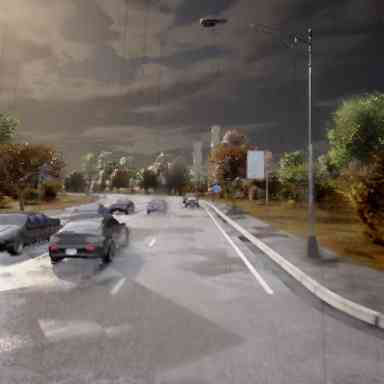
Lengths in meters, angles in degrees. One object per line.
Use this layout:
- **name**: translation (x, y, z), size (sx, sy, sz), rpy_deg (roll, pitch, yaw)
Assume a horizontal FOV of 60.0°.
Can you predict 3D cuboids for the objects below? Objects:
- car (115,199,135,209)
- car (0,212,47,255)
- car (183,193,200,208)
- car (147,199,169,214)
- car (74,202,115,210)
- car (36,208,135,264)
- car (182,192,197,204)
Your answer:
- **car**: translation (-7.002, 1.444, 33.824), size (2.033, 1.411, 5.357), rpy_deg (0, 1, 0)
- **car**: translation (-7.088, 1.537, 13.550), size (2.033, 1.411, 5.357), rpy_deg (0, 0, 0)
- **car**: translation (-0.018, 1.280, 43.844), size (1.812, 1.442, 4.674), rpy_deg (0, 1, 0)
- **car**: translation (-3.402, 1.446, 33.651), size (2.033, 1.411, 5.357), rpy_deg (0, 1, 0)
- **car**: translation (-7.039, 1.500, 23.243), size (1.812, 1.442, 4.674), rpy_deg (0, 0, 1)
- **car**: translation (-3.414, 1.517, 11.698), size (1.812, 1.442, 4.674), rpy_deg (0, 0, 0)
- **car**: translation (-0.404, 0.908, 53.814), size (2.097, 1.767, 4.553), rpy_deg (0, 1, -5)
